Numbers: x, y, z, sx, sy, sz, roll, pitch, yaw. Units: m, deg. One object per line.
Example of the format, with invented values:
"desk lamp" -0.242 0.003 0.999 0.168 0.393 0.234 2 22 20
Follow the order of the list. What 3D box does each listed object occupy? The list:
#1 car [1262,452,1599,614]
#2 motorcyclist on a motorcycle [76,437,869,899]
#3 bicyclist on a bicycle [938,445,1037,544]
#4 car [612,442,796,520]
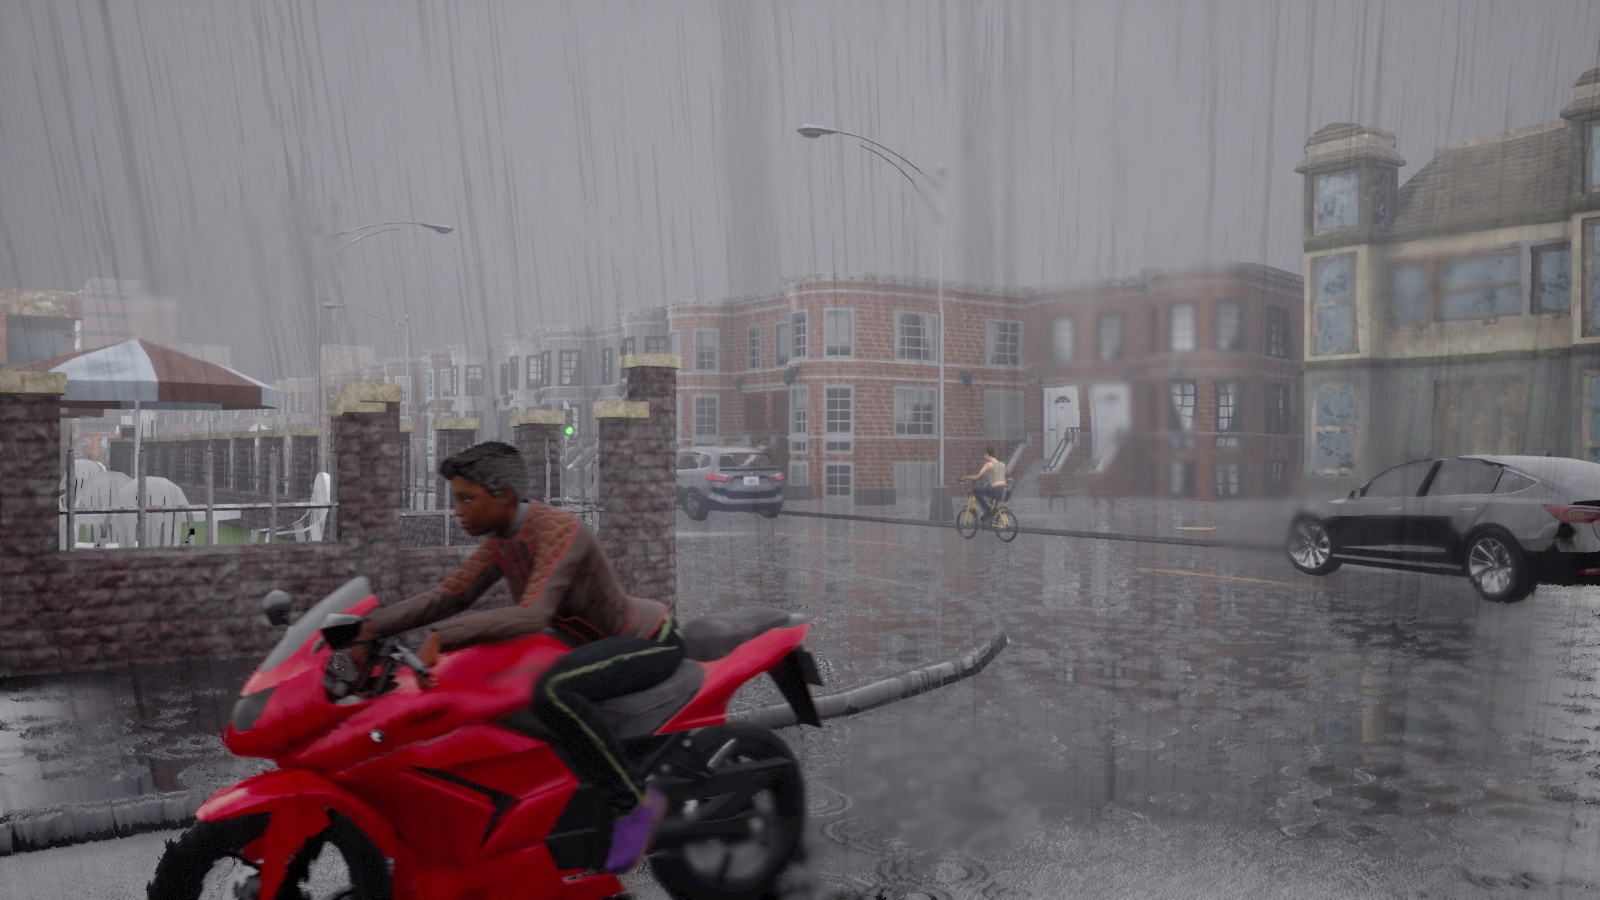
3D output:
"car" 7.538 0.765 14.086 2.163 1.488 4.792 0 0 -12
"motorcyclist on a motorcycle" -0.851 0.737 3.595 2.044 1.523 0.797 0 -1 -36
"bicyclist on a bicycle" 3.174 0.727 21.375 0.866 1.612 1.509 0 0 -35
"car" -2.333 0.667 29.335 2.242 1.667 4.611 0 0 -35
